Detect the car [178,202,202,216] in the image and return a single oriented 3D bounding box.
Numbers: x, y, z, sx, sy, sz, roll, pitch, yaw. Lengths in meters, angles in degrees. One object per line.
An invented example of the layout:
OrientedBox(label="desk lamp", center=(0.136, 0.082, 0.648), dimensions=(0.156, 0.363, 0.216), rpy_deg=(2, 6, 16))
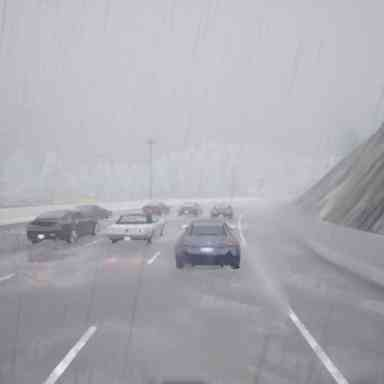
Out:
OrientedBox(label="car", center=(-0.116, 1.764, 33.981), dimensions=(1.812, 1.442, 4.674), rpy_deg=(0, 0, 10))

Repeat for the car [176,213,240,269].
OrientedBox(label="car", center=(0.568, 1.646, 11.552), dimensions=(1.994, 1.385, 4.181), rpy_deg=(0, 0, 3))

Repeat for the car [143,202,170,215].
OrientedBox(label="car", center=(-3.591, 1.717, 34.342), dimensions=(1.882, 1.535, 5.008), rpy_deg=(0, 0, 10))

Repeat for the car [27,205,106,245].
OrientedBox(label="car", center=(-6.084, 1.617, 16.290), dimensions=(1.837, 1.490, 4.892), rpy_deg=(0, -1, 5))

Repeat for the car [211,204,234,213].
OrientedBox(label="car", center=(2.978, 1.823, 31.495), dimensions=(1.895, 1.301, 4.718), rpy_deg=(0, 0, 10))

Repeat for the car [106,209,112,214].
OrientedBox(label="car", center=(-8.337, 1.737, 27.347), dimensions=(2.033, 1.411, 5.357), rpy_deg=(0, 0, 8))

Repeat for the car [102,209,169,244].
OrientedBox(label="car", center=(-2.571, 1.716, 16.484), dimensions=(1.895, 1.301, 4.718), rpy_deg=(0, 0, 5))
